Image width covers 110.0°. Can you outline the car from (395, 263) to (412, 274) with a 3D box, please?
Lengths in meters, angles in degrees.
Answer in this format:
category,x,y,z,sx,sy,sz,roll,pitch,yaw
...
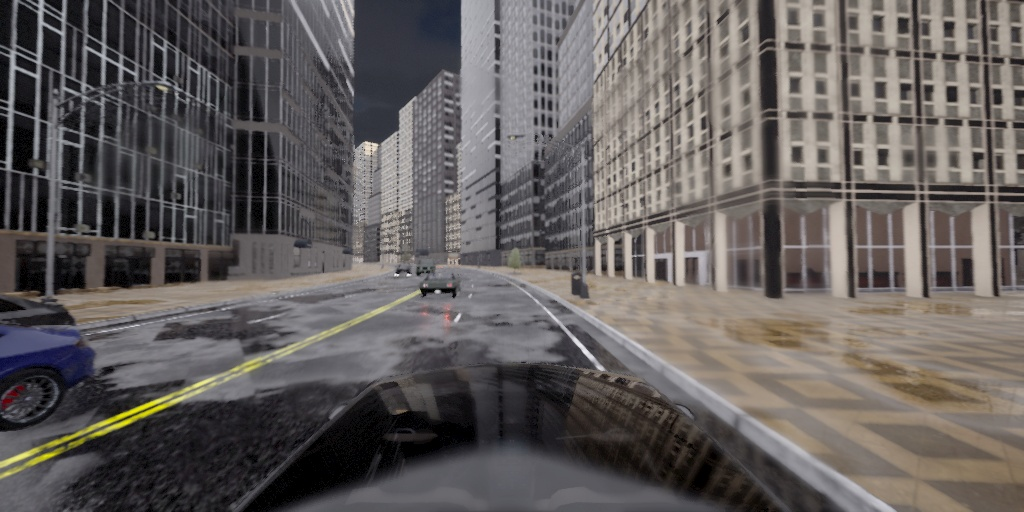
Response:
category,x,y,z,sx,sy,sz,roll,pitch,yaw
car,-14.726,1.711,49.076,1.837,1.490,4.892,0,0,-11

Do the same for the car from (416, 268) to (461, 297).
category,x,y,z,sx,sy,sz,roll,pitch,yaw
car,-3.910,1.535,20.313,1.895,1.301,4.718,0,-1,-4

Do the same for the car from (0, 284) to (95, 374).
category,x,y,z,sx,sy,sz,roll,pitch,yaw
car,-9.921,1.336,5.311,1.837,1.490,4.892,0,0,-1

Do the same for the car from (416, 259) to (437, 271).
category,x,y,z,sx,sy,sz,roll,pitch,yaw
car,-10.367,1.375,43.549,2.150,2.045,5.566,0,-1,-10

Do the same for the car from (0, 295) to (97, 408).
category,x,y,z,sx,sy,sz,roll,pitch,yaw
car,-6.647,1.321,3.003,1.812,1.442,4.674,0,0,0
